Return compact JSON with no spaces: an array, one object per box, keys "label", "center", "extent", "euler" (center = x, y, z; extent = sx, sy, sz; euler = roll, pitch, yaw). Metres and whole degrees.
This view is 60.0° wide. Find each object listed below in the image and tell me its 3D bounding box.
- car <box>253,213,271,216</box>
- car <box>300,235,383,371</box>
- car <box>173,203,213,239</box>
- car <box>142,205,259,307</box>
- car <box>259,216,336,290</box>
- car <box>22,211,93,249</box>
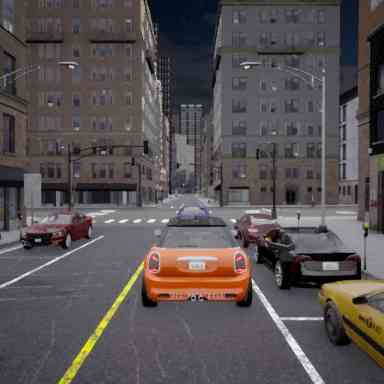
[{"label":"car","center":[2.858,1.578,14.529],"extent":[1.802,1.307,4.206],"euler":[-1,0,0]},{"label":"car","center":[2.864,1.524,3.527],"extent":[1.752,1.417,4.829],"euler":[-1,0,0]},{"label":"car","center":[0.090,1.472,18.426],"extent":[1.882,1.535,5.008],"euler":[0,0,1]},{"label":"car","center":[0.092,1.350,8.138],"extent":[2.097,1.767,4.553],"euler":[0,0,0]},{"label":"car","center":[2.861,1.563,8.943],"extent":[1.947,1.339,4.313],"euler":[-1,0,0]},{"label":"car","center":[-5.687,1.541,14.521],"extent":[1.887,1.381,4.507],"euler":[-1,0,0]}]
